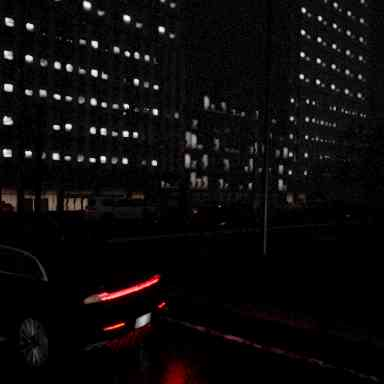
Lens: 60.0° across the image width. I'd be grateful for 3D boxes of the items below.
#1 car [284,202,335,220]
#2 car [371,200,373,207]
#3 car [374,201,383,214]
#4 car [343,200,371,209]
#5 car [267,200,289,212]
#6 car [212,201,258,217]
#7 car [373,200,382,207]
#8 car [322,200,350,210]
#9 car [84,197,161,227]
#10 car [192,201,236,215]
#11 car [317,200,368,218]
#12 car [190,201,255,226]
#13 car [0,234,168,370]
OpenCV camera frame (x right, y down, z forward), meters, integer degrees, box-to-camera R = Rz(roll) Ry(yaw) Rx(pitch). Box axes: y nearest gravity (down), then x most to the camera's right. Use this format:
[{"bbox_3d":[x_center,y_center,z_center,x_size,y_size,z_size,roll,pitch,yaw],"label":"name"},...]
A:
[{"bbox_3d":[11.550,1.952,32.674,4.507,1.381,1.887,1,1,-34],"label":"car"},{"bbox_3d":[22.718,1.901,46.766,4.902,1.511,2.128,1,1,-34],"label":"car"},{"bbox_3d":[25.582,2.121,42.282,4.313,1.339,1.947,1,1,-34],"label":"car"},{"bbox_3d":[25.812,1.951,51.986,4.313,1.339,1.947,1,1,-34],"label":"car"},{"bbox_3d":[11.639,1.760,42.282,4.829,1.417,1.752,1,1,-34],"label":"car"},{"bbox_3d":[4.466,1.739,34.384,4.674,1.442,1.812,1,1,-34],"label":"car"},{"bbox_3d":[30.489,2.000,55.189,4.313,1.339,1.947,1,1,-34],"label":"car"},{"bbox_3d":[21.133,1.917,48.784,4.206,1.307,1.802,1,1,-34],"label":"car"},{"bbox_3d":[-5.105,1.391,24.706,5.566,2.045,2.150,1,1,-31],"label":"car"},{"bbox_3d":[2.424,1.689,35.973,4.403,1.369,2.008,1,1,-34],"label":"car"},{"bbox_3d":[16.233,1.771,35.872,5.009,1.841,2.192,1,1,-34],"label":"car"},{"bbox_3d":[2.201,1.624,26.265,5.009,1.841,2.192,1,1,-34],"label":"car"},{"bbox_3d":[-2.710,1.482,5.676,4.902,1.511,2.128,0,0,32],"label":"car"}]
